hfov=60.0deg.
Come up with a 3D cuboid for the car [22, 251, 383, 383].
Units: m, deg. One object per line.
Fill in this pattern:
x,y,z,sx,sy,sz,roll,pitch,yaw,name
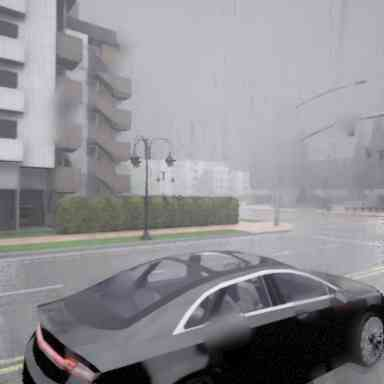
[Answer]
0.618,1.524,4.192,4.902,1.511,2.128,1,0,-35,car
